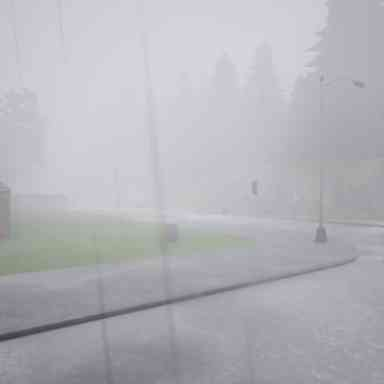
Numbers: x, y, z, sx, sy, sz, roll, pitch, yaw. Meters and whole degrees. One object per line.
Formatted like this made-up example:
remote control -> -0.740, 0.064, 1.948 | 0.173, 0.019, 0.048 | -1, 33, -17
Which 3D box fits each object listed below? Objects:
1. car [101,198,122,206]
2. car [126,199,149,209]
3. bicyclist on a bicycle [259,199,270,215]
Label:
car -> -13.768, 1.708, 56.835 | 2.033, 1.411, 5.357 | 1, 0, -35
car -> -8.019, 1.687, 48.835 | 1.812, 1.442, 4.674 | 1, 0, -35
bicyclist on a bicycle -> 7.484, 1.540, 34.335 | 1.656, 1.620, 0.582 | 0, 0, -36
